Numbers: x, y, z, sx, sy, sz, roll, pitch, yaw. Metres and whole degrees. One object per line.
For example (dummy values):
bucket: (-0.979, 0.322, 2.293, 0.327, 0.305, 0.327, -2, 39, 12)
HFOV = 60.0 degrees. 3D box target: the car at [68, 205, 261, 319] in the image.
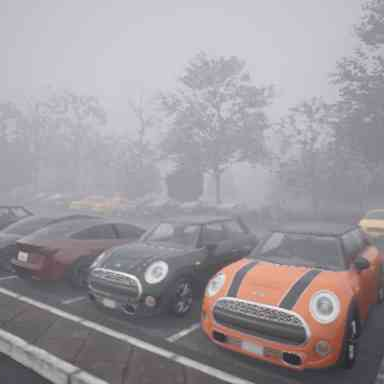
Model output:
car: (-0.154, 1.380, 7.728, 2.185, 1.767, 4.553, 1, 0, 36)

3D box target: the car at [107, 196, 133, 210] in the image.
car: (-3.957, 1.246, 26.557, 2.163, 1.488, 4.792, 2, 1, 36)

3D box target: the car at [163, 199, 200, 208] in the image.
car: (0.577, 1.356, 23.304, 2.097, 1.535, 5.008, 2, 1, 36)

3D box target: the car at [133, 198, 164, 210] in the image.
car: (-1.682, 1.290, 24.940, 2.097, 1.535, 5.008, 2, 1, 36)

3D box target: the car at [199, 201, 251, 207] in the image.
car: (2.939, 1.416, 21.592, 2.231, 1.521, 4.892, 2, 1, 36)

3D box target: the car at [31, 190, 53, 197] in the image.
car: (-12.968, 0.850, 33.123, 2.002, 1.452, 4.674, 3, 2, 36)

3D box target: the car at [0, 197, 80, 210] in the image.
car: (-6.961, 1.237, 12.581, 2.185, 1.767, 4.553, 2, 1, 36)

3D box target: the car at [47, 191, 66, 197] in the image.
car: (-10.596, 0.960, 31.437, 2.163, 1.488, 4.792, 3, 2, 36)

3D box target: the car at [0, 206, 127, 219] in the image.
car: (-4.705, 1.448, 10.950, 2.163, 1.488, 4.792, 1, 1, 36)

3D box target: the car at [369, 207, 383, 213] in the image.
car: (9.503, 1.528, 16.617, 1.946, 1.575, 5.366, 1, 0, 36)

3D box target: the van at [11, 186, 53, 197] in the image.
van: (-17.451, 0.345, 36.210, 1.878, 1.987, 4.442, 3, 2, 36)

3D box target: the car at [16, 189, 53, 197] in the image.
car: (-15.222, 0.727, 34.754, 2.002, 1.452, 4.674, 3, 2, 36)

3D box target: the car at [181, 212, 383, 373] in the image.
car: (2.098, 1.410, 6.097, 2.185, 1.767, 4.553, 1, 0, 36)

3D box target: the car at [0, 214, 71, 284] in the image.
car: (-2.414, 1.496, 9.362, 2.163, 1.488, 4.792, 1, 1, 36)

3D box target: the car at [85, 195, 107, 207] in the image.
car: (-5.980, 1.131, 28.288, 1.946, 1.575, 5.366, 3, 2, 36)

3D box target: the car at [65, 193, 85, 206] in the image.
car: (-8.243, 1.034, 29.926, 1.946, 1.575, 5.366, 3, 1, 36)
